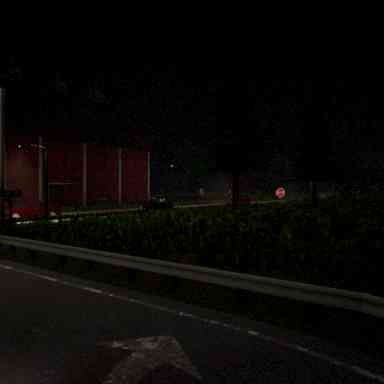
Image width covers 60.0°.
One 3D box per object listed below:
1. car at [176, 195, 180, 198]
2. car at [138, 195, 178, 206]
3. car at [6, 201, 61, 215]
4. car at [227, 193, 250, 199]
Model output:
[{"bbox_3d":[-4.718,1.532,85.619,1.816,1.474,4.193,0,0,36],"label":"car"},{"bbox_3d":[-4.415,1.518,39.903,2.128,1.511,4.902,0,0,36],"label":"car"},{"bbox_3d":[-13.446,1.504,27.646,1.882,1.535,5.008,0,0,36],"label":"car"},{"bbox_3d":[7.973,1.270,56.559,2.150,2.045,5.566,0,0,36],"label":"car"}]
